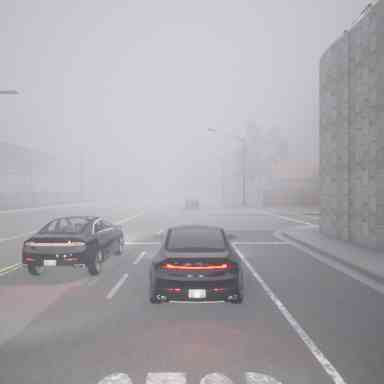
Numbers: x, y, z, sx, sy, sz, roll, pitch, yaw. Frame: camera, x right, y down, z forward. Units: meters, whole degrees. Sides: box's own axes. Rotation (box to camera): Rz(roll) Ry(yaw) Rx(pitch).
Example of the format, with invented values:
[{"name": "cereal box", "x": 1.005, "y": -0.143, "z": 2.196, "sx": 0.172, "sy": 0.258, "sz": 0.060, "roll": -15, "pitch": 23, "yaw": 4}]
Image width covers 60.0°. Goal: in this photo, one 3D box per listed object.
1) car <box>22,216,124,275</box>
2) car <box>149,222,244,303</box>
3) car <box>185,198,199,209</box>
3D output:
[{"name": "car", "x": -3.424, "y": 1.492, "z": 10.431, "sx": 2.128, "sy": 1.511, "sz": 4.902, "roll": 0, "pitch": 0, "yaw": 0}, {"name": "car", "x": 0.082, "y": 1.505, "z": 8.161, "sx": 1.837, "sy": 1.490, "sz": 4.892, "roll": 0, "pitch": 0, "yaw": 0}, {"name": "car", "x": -0.004, "y": 1.492, "z": 44.158, "sx": 2.128, "sy": 1.511, "sz": 4.902, "roll": 0, "pitch": 0, "yaw": 0}]
